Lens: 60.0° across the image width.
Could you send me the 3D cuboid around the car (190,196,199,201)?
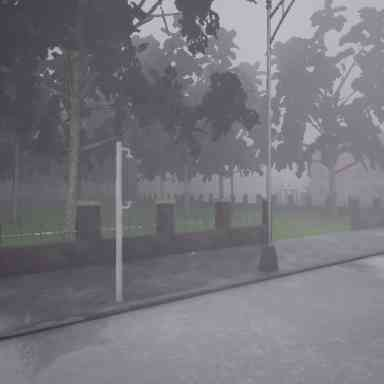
[{"bbox_3d":[0.210,1.530,63.456,1.812,1.442,4.674,0,0,-36],"label":"car"}]
